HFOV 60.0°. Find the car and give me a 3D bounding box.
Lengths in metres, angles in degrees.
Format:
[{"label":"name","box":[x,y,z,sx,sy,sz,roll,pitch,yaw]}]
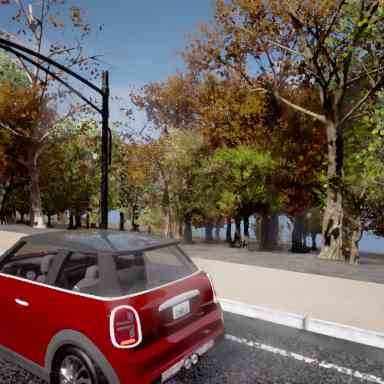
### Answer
[{"label":"car","box":[-1.848,1.351,5.004,4.553,1.767,2.097,0,0,36]}]
